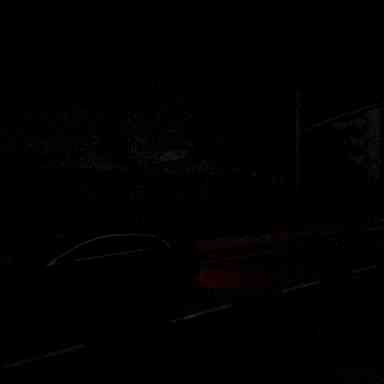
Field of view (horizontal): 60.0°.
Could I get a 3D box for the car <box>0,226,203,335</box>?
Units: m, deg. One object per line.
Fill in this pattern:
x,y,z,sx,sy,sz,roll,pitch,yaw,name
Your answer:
-2.053,1.506,6.835,4.902,1.511,2.128,0,0,-35,car
